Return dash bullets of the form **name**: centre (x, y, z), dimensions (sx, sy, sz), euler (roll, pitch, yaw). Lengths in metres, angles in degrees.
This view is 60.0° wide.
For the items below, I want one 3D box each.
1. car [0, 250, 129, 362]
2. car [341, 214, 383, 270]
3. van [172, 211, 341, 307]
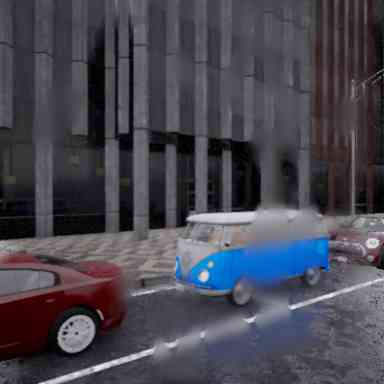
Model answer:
- **car**: centre (-3.094, 1.544, 4.445), dimensions (4.507, 1.381, 1.887), euler (0, 0, -36)
- **car**: centre (6.073, 1.464, 11.007), dimensions (4.097, 1.590, 1.967), euler (0, 0, -36)
- **van**: centre (1.490, 1.353, 7.727), dimensions (3.998, 1.788, 1.690), euler (0, 0, -36)
